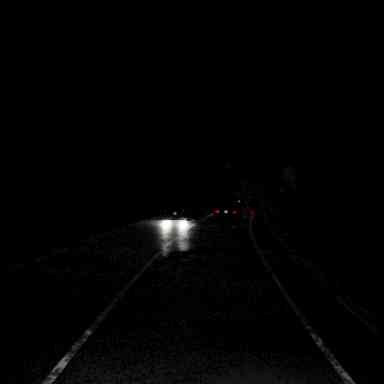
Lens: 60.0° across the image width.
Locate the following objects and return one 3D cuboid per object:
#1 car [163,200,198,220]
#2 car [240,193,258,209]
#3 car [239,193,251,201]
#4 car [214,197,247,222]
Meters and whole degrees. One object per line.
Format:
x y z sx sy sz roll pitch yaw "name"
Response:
-0.810 1.298 25.314 1.994 1.385 4.181 1 1 11 "car"
7.095 1.185 41.064 1.882 1.535 5.008 2 1 16 "car"
10.433 1.001 65.078 1.812 1.442 4.674 1 1 15 "car"
2.735 1.352 24.415 2.033 1.411 5.357 1 1 11 "car"
